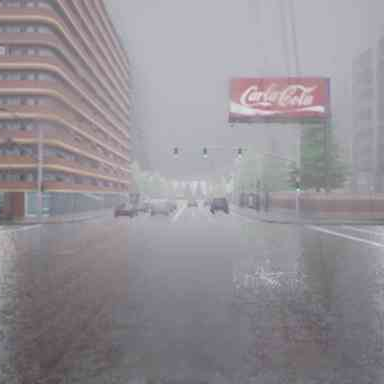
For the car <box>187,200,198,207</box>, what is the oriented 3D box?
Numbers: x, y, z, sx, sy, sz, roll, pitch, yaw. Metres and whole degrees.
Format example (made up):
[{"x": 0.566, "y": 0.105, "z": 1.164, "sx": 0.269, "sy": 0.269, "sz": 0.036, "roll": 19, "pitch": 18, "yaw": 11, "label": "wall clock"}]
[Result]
[{"x": 0.042, "y": 2.540, "z": 76.184, "sx": 2.128, "sy": 1.511, "sz": 4.902, "roll": 0, "pitch": -1, "yaw": -6, "label": "car"}]

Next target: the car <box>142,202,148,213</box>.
[{"x": -7.061, "y": 2.101, "z": 45.689, "sx": 2.128, "sy": 1.511, "sz": 4.902, "roll": 0, "pitch": -1, "yaw": 0, "label": "car"}]

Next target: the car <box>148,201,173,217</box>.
[{"x": -3.563, "y": 2.031, "z": 37.873, "sx": 1.812, "sy": 1.442, "sz": 4.674, "roll": 0, "pitch": -1, "yaw": 0, "label": "car"}]

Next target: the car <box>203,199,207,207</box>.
[{"x": 3.540, "y": 2.324, "z": 72.772, "sx": 2.097, "sy": 1.767, "sz": 4.553, "roll": 0, "pitch": -1, "yaw": 0, "label": "car"}]

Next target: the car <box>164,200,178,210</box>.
[{"x": -3.539, "y": 2.234, "z": 56.784, "sx": 1.882, "sy": 1.535, "sz": 5.008, "roll": 0, "pitch": -1, "yaw": 0, "label": "car"}]

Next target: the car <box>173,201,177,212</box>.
[{"x": -3.553, "y": 2.186, "z": 46.632, "sx": 1.994, "sy": 1.385, "sz": 4.181, "roll": 0, "pitch": -1, "yaw": 1, "label": "car"}]

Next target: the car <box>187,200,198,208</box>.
[{"x": 0.137, "y": 2.378, "z": 66.711, "sx": 2.128, "sy": 1.511, "sz": 4.902, "roll": 0, "pitch": -1, "yaw": 0, "label": "car"}]

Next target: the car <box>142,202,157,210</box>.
[{"x": -7.041, "y": 2.345, "z": 55.849, "sx": 1.895, "sy": 1.301, "sz": 4.718, "roll": 0, "pitch": -1, "yaw": 0, "label": "car"}]

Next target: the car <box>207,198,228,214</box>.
[{"x": 3.625, "y": 1.822, "z": 45.072, "sx": 2.150, "sy": 2.045, "sz": 5.566, "roll": 0, "pitch": -1, "yaw": 0, "label": "car"}]

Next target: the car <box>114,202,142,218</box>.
[{"x": -7.068, "y": 1.961, "z": 36.223, "sx": 1.882, "sy": 1.535, "sz": 5.008, "roll": 0, "pitch": -1, "yaw": 0, "label": "car"}]
